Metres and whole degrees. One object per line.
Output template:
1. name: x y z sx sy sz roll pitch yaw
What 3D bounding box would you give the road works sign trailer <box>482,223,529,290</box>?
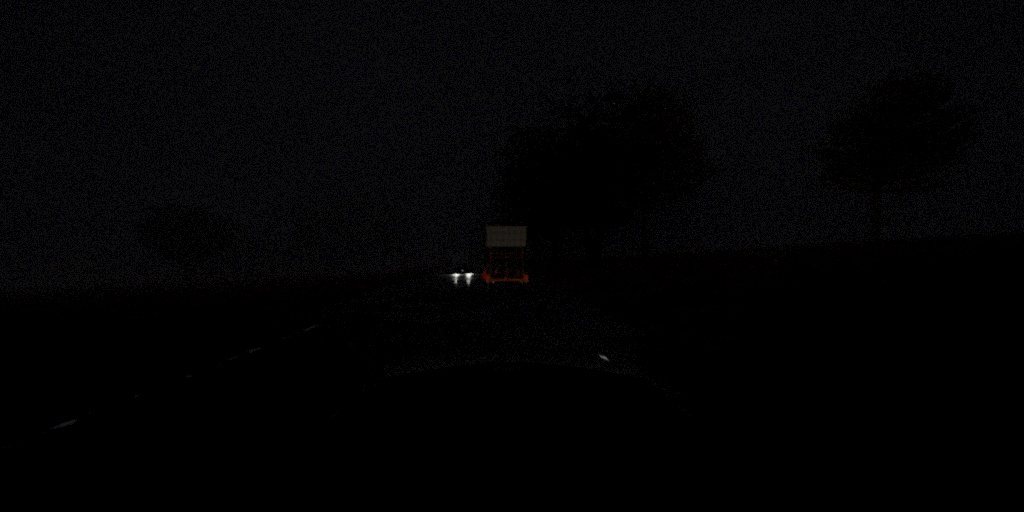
1. road works sign trailer: -0.309 -0.035 20.000 2.380 3.560 2.880 0 0 -3

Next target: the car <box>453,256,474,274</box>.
1. car: -4.854 1.007 36.575 2.033 1.411 5.357 0 0 -4
